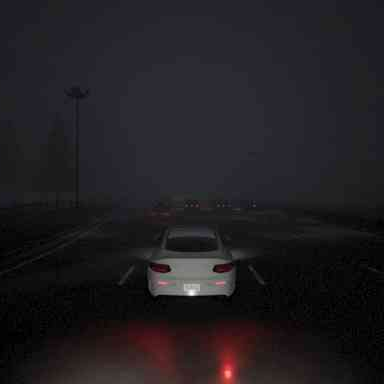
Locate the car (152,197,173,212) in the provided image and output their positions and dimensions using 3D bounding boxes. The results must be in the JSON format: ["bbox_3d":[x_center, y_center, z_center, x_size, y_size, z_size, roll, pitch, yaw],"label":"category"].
[{"bbox_3d":[-3.530,1.526,39.204,1.812,1.442,4.674,0,0,0],"label":"car"}]

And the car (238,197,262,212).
[{"bbox_3d":[6.970,1.564,39.212,1.994,1.385,4.181,0,0,0],"label":"car"}]

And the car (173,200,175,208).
[{"bbox_3d":[-3.537,1.491,49.207,2.128,1.511,4.902,0,0,0],"label":"car"}]

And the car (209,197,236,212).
[{"bbox_3d":[3.471,1.547,38.793,2.033,1.411,5.357,0,0,0],"label":"car"}]

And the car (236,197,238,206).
[{"bbox_3d":[6.963,1.525,49.215,1.812,1.442,4.674,0,0,0],"label":"car"}]

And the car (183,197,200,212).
[{"bbox_3d":[-0.029,1.547,38.790,2.033,1.411,5.357,0,0,0],"label":"car"}]

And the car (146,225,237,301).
[{"bbox_3d":[-0.006,1.526,8.181,1.812,1.442,4.674,0,0,0],"label":"car"}]

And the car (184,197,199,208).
[{"bbox_3d":[-0.037,1.491,49.209,2.128,1.511,4.902,0,0,0],"label":"car"}]
